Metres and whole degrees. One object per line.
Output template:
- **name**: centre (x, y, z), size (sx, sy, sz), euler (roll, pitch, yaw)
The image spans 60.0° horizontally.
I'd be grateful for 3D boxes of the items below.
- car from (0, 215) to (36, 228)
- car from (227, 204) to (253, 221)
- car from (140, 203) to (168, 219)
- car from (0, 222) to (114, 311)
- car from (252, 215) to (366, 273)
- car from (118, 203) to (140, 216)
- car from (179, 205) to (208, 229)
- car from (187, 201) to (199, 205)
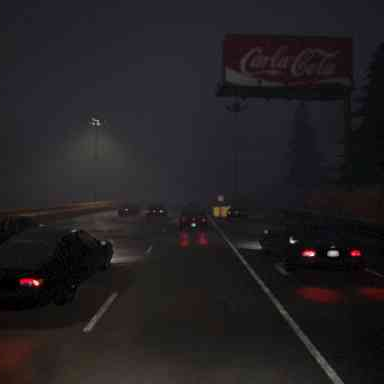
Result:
- **car**: centre (-6.894, 1.609, 12.438), size (1.837, 1.490, 4.892), euler (0, 0, 0)
- **car**: centre (4.396, 1.810, 30.543), size (2.033, 1.411, 5.357), euler (0, -1, 15)
- **car**: centre (-3.401, 1.823, 32.530), size (2.033, 1.411, 5.357), euler (0, 0, 0)
- **car**: centre (-3.397, 1.616, 8.181), size (2.033, 1.411, 5.357), euler (0, 0, 0)
- **car**: centre (3.605, 1.644, 11.005), size (2.033, 1.411, 5.357), euler (0, -1, 0)
- **car**: centre (-6.904, 1.876, 37.075), size (1.994, 1.385, 4.181), euler (0, 0, 0)
- **car**: centre (0.104, 1.798, 23.171), size (1.895, 1.301, 4.718), euler (0, 0, 0)
- **car**: centre (0.092, 1.910, 42.626), size (2.033, 1.411, 5.357), euler (0, 0, 0)
